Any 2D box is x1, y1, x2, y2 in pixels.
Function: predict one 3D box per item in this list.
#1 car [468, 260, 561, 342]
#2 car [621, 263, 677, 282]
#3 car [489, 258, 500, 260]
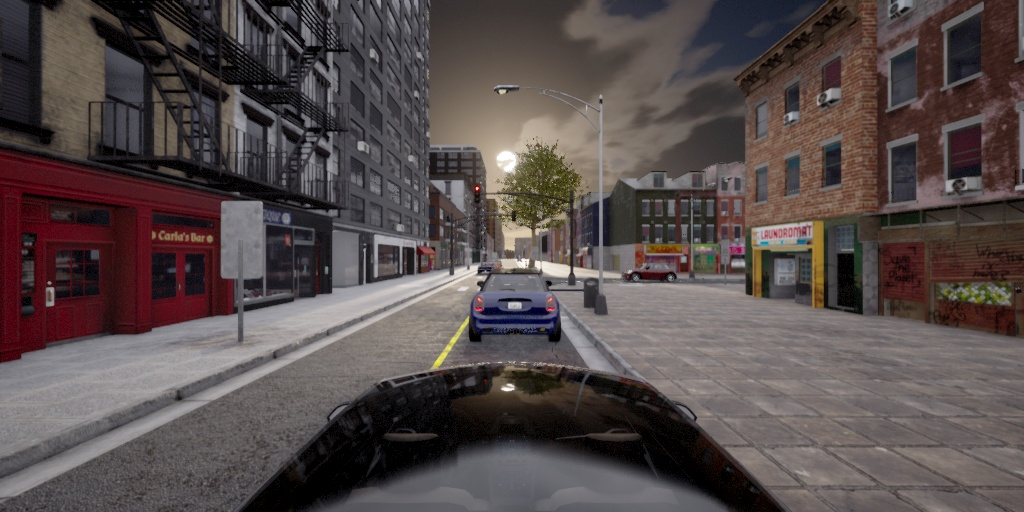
[{"bbox_3d":[0.071,1.102,9.933,2.097,1.767,4.553,0,0,0],"label":"car"},{"bbox_3d":[10.910,1.265,28.849,4.097,1.591,1.967,0,0,0],"label":"car"},{"bbox_3d":[-2.854,1.114,51.540,2.097,1.767,4.553,0,0,0],"label":"car"}]
